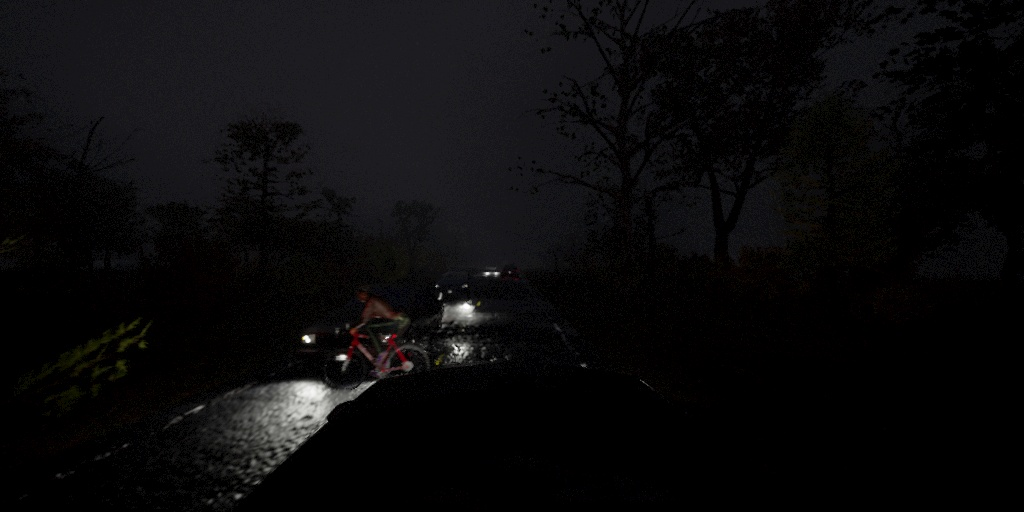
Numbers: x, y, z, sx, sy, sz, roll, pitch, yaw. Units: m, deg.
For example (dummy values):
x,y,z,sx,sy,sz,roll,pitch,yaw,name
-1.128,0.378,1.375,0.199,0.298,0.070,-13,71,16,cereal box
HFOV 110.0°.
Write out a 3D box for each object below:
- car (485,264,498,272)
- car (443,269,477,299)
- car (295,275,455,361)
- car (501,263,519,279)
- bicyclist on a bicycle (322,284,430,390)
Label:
x,y,z,sx,sy,sz,roll,pitch,yaw,name
-3.339,1.965,58.496,1.895,1.301,4.718,0,-1,-1,car
-2.982,1.463,19.502,1.812,1.442,4.674,0,-1,0,car
-2.901,1.370,8.772,2.033,1.411,5.357,0,-1,0,car
-0.225,1.721,39.403,1.994,1.385,4.181,0,-1,0,car
-2.077,1.244,5.450,1.656,1.620,0.582,-2,-1,-1,bicyclist on a bicycle
